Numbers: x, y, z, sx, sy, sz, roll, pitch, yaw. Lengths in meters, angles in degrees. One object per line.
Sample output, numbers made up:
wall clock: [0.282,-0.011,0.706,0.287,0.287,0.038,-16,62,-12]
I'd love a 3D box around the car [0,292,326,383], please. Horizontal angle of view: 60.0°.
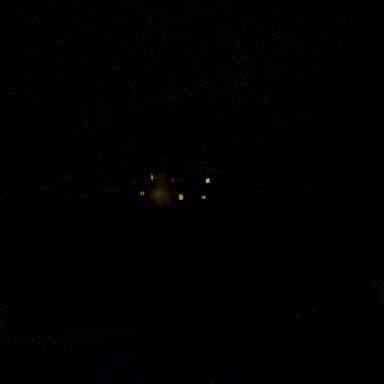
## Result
car: [-1.364,1.547,2.099,5.357,1.411,2.033,0,0,-36]
